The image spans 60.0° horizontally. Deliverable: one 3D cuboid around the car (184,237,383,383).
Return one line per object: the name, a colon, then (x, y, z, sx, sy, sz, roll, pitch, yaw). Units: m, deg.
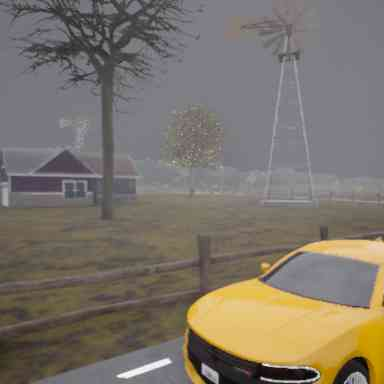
car: (2.207, 1.466, 4.642, 5.008, 1.535, 1.882, 0, 0, -35)
